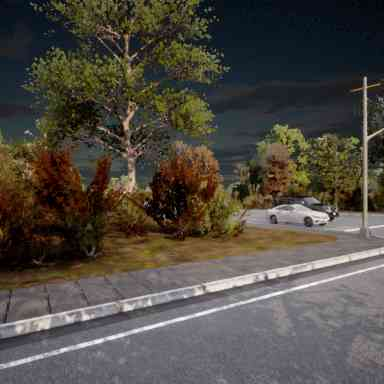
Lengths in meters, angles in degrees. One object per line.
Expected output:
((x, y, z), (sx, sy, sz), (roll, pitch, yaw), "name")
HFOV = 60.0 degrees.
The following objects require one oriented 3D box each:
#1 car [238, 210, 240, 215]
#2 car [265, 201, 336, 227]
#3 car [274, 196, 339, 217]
((2.819, 1.589, 34.508), (2.097, 1.767, 4.553), (0, -1, -42), "car")
((7.365, 1.600, 23.641), (1.812, 1.442, 4.674), (0, -1, -38), "car")
((9.049, 1.316, 27.235), (2.150, 2.045, 5.566), (0, -1, -37), "car")
